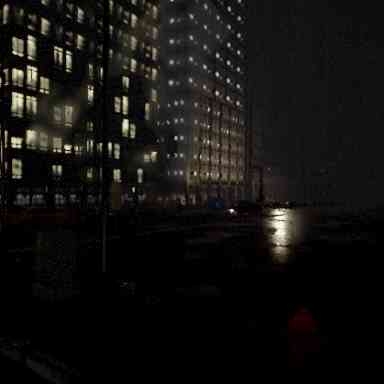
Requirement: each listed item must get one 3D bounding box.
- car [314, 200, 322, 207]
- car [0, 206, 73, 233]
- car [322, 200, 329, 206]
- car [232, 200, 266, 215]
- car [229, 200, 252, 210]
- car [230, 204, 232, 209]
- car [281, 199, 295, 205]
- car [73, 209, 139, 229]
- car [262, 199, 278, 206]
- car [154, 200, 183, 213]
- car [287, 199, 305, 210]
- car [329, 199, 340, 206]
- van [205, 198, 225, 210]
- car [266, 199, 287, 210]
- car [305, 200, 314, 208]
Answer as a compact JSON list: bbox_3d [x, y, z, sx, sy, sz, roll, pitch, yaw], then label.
[{"bbox_3d":[23.276,2.225,64.894,1.967,1.590,4.097,0,0,35],"label":"car"},{"bbox_3d":[-9.976,1.683,21.736,1.882,1.535,5.008,1,0,35],"label":"car"},{"bbox_3d":[26.495,2.406,69.527,1.947,1.339,4.313,0,0,35],"label":"car"},{"bbox_3d":[7.177,2.075,41.725,1.947,1.339,4.313,0,0,35],"label":"car"},{"bbox_3d":[7.661,2.072,52.380,1.994,1.385,4.181,1,0,35],"label":"car"},{"bbox_3d":[7.822,1.868,47.251,2.097,1.767,4.553,1,0,35],"label":"car"},{"bbox_3d":[22.832,2.328,78.942,1.947,1.339,4.313,0,0,35],"label":"car"},{"bbox_3d":[-5.594,1.837,23.119,2.008,1.369,4.403,0,0,35],"label":"car"},{"bbox_3d":[16.395,2.235,69.677,1.802,1.307,4.206,0,0,35],"label":"car"},{"bbox_3d":[-2.917,1.761,41.882,1.967,1.590,4.097,0,0,35],"label":"car"},{"bbox_3d":[16.836,2.241,55.626,1.947,1.339,4.313,0,0,35],"label":"car"},{"bbox_3d":[32.934,2.516,78.795,1.947,1.339,4.313,0,0,35],"label":"car"},{"bbox_3d":[3.521,1.773,51.148,1.690,1.788,3.998,0,0,35],"label":"van"},{"bbox_3d":[13.442,2.160,55.442,2.033,1.411,5.357,1,0,35],"label":"car"},{"bbox_3d":[20.055,2.312,60.260,1.802,1.307,4.206,0,0,35],"label":"car"}]
